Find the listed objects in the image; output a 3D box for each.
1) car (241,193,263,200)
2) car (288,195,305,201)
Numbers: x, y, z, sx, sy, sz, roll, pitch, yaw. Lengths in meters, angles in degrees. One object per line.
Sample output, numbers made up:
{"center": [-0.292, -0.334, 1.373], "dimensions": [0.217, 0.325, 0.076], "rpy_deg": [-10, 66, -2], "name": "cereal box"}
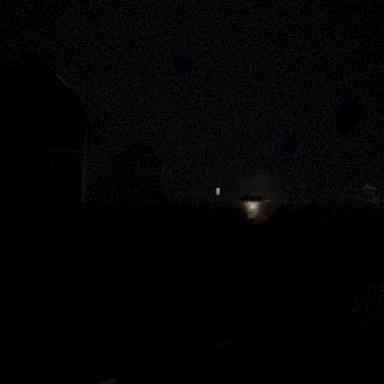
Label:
{"center": [13.650, 1.171, 75.890], "dimensions": [2.150, 2.045, 5.566], "rpy_deg": [3, -1, -35], "name": "car"}
{"center": [21.678, 1.472, 70.622], "dimensions": [1.837, 1.490, 4.892], "rpy_deg": [3, -1, -35], "name": "car"}
